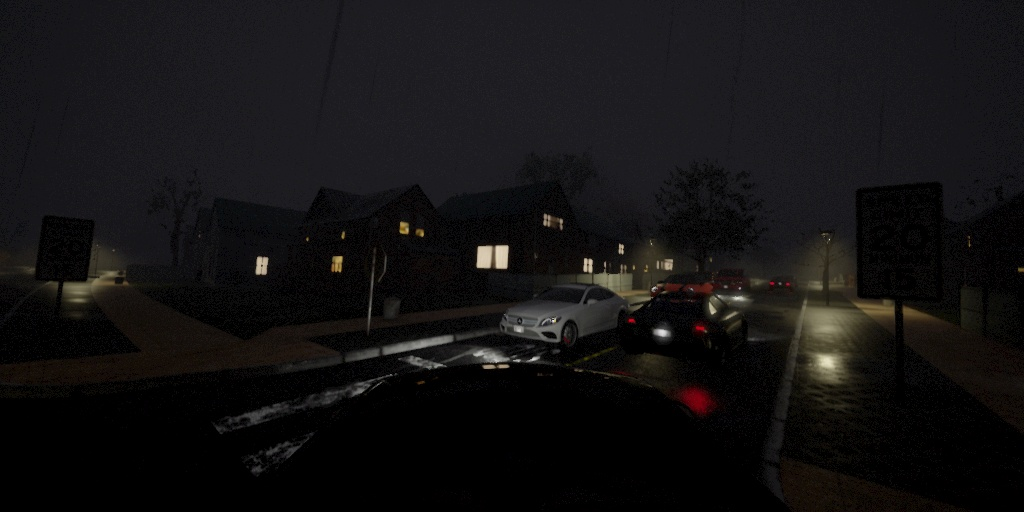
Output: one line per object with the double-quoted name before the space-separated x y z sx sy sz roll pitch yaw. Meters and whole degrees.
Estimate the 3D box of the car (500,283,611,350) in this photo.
"car" 1.689 1.494 9.997 1.812 1.442 4.674 0 -2 41

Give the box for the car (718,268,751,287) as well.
"car" 18.151 2.030 29.592 2.150 2.045 5.566 0 -1 40

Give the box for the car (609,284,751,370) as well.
"car" 4.209 1.537 8.514 1.994 1.385 4.181 0 -2 40

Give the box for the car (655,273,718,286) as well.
"car" 8.769 1.687 18.405 2.097 1.767 4.553 0 -2 40

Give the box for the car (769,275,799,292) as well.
"car" 25.742 2.631 34.146 2.033 1.411 5.357 0 -2 40
